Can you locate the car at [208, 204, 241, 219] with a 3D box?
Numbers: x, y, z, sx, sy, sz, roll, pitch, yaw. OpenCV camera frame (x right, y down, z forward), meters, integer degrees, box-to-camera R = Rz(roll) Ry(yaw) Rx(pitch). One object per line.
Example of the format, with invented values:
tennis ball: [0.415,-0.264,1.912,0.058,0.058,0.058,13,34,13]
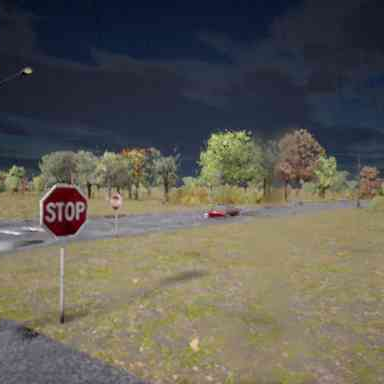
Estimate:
car: [3.417,1.946,34.043,1.994,1.385,4.181,1,0,36]

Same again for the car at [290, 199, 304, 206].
car: [23.163,2.317,73.415,2.128,1.511,4.902,1,0,36]
